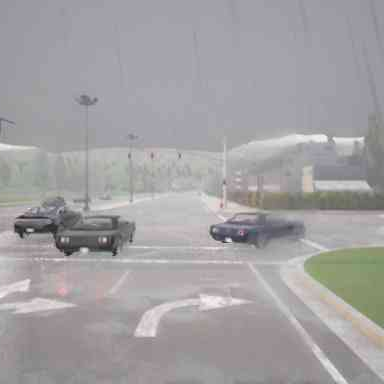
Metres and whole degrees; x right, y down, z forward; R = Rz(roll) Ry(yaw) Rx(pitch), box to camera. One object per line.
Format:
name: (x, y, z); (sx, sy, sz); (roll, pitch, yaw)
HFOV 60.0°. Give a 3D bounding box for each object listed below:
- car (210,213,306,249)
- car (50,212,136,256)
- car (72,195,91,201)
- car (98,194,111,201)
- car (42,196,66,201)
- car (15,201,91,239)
car: (2.994, 1.528, 14.226); (4.718, 1.301, 1.895); (0, 0, -45)
car: (-3.405, 1.535, 12.764); (1.895, 1.301, 4.718); (0, 0, 0)
car: (-18.564, 1.191, 56.199); (1.882, 1.535, 5.008); (0, 1, 1)
car: (-18.464, 1.164, 70.736); (1.812, 1.442, 4.674); (0, 0, 0)
car: (-18.586, 1.277, 44.655); (1.837, 1.490, 4.892); (0, 0, 0)
car: (-6.904, 1.406, 16.645); (2.128, 1.511, 4.902); (0, 0, 0)
